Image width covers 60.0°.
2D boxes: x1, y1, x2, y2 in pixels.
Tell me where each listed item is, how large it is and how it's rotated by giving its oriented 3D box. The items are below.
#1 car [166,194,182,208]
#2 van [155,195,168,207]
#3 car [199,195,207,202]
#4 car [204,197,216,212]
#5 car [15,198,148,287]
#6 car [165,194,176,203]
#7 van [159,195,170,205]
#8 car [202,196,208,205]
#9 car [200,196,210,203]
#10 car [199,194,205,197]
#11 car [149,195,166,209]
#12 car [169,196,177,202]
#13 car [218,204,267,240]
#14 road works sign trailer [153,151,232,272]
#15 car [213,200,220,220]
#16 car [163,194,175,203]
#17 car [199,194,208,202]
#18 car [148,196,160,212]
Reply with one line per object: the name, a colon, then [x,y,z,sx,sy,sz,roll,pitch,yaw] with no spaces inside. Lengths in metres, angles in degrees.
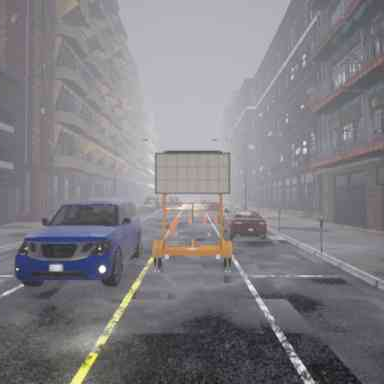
car: [-2.688,1.438,50.341,2.097,1.767,4.553,0,0,0]
van: [-5.119,1.443,55.861,1.690,1.788,3.998,2,0,0]
car: [2.772,1.666,61.306,1.887,1.381,4.507,1,0,0]
car: [2.703,1.602,39.183,1.887,1.381,4.507,1,0,0]
car: [-2.821,1.227,9.688,2.150,2.045,5.566,0,0,0]
car: [-5.051,1.503,77.983,2.192,1.841,5.009,1,0,0]
van: [-5.103,1.463,61.393,1.690,1.788,3.998,1,0,0]
car: [2.720,1.621,44.714,2.008,1.369,4.403,1,0,0]
car: [2.817,1.605,72.368,1.967,1.590,4.097,1,0,0]
car: [2.790,1.687,66.836,1.887,1.381,4.507,1,0,0]
car: [-5.153,1.386,44.803,2.192,1.841,5.009,2,0,0]
car: [-5.023,1.805,89.045,1.947,1.339,4.313,1,0,0]
car: [2.635,1.559,17.061,1.887,1.381,4.507,1,0,0]
road works sign trailer: [0.021,0.471,10.749,2.380,3.560,2.880,0,0,0]
car: [2.653,1.548,22.763,1.752,1.417,4.829,1,0,0]
car: [-5.068,1.480,72.454,2.192,1.841,5.009,1,0,0]
car: [2.812,1.527,83.431,2.192,1.841,5.009,1,0,0]
car: [-5.176,1.582,39.101,1.752,1.417,4.829,2,0,0]
